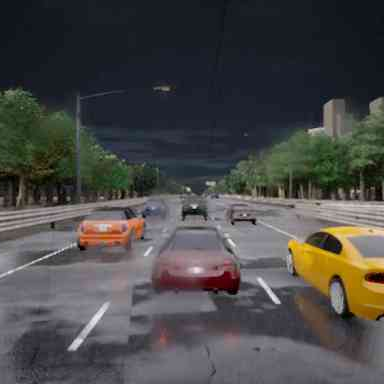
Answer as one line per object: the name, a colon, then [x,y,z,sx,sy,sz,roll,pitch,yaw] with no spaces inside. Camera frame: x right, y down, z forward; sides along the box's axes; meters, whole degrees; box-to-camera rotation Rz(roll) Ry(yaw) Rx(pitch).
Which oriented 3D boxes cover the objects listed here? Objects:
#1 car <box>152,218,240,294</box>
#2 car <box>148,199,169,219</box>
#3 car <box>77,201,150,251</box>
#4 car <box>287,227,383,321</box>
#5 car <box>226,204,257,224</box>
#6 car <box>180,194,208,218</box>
car: [0.107,1.617,8.969,1.994,1.385,4.181,0,0,1]
car: [-3.284,1.466,30.591,2.097,1.767,4.553,0,0,0]
car: [-3.353,1.432,14.696,2.097,1.767,4.553,0,0,0]
car: [3.595,1.522,7.482,1.882,1.535,5.008,0,0,1]
car: [3.687,1.659,25.545,2.033,1.411,5.357,0,0,1]
car: [0.216,1.337,29.894,2.150,2.045,5.566,0,0,0]
